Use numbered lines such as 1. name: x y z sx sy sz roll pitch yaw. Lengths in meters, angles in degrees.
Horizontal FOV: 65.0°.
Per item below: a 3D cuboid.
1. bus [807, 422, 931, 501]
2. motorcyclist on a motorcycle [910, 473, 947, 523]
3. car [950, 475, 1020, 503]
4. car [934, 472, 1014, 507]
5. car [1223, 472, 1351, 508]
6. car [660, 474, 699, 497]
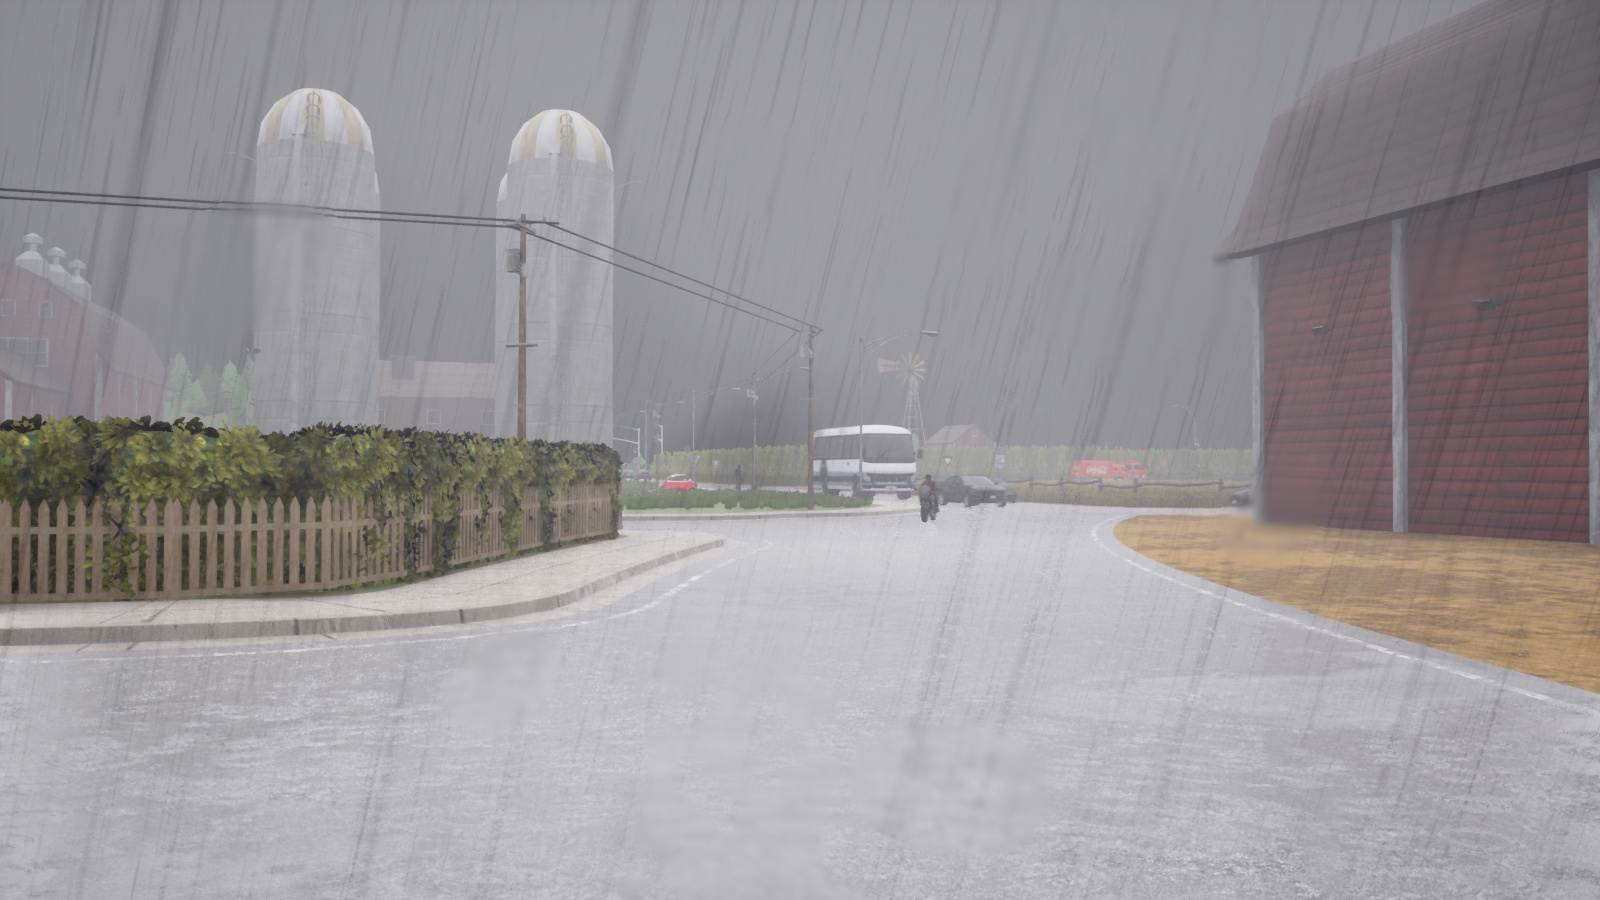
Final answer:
1. bus: 3.777 0.680 72.989 3.944 4.253 10.273 0 -1 -17
2. motorcyclist on a motorcycle: 4.051 1.486 39.517 0.797 1.523 2.044 0 -1 17
3. car: 9.626 1.991 65.656 1.994 1.385 4.181 0 -1 -17
4. car: 8.028 1.804 58.402 1.882 1.535 5.008 0 -1 -15
5. car: 21.220 1.720 54.769 4.792 1.488 2.163 0 -1 -12
6. car: -7.657 2.262 80.008 2.207 1.376 1.481 0 -1 -17
